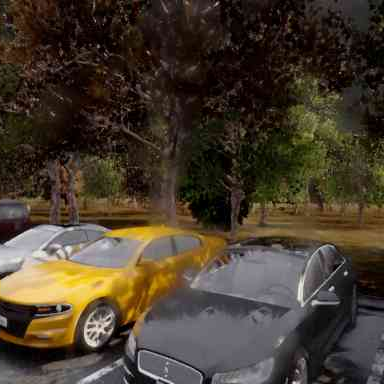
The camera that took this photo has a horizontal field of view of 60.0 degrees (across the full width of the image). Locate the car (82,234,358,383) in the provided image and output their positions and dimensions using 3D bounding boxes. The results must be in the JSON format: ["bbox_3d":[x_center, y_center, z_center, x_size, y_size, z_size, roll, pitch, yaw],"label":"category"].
[{"bbox_3d":[1.162,1.481,4.938,2.231,1.521,4.892,0,0,35],"label":"car"}]

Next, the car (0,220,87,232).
[{"bbox_3d":[-3.380,1.520,8.164,2.002,1.452,4.674,0,0,35],"label":"car"}]

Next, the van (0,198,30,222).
[{"bbox_3d":[-7.987,1.253,11.295,1.878,1.987,4.442,0,0,35],"label":"van"}]

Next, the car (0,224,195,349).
[{"bbox_3d":[-1.108,1.480,6.551,2.097,1.535,5.008,0,0,35],"label":"car"}]
